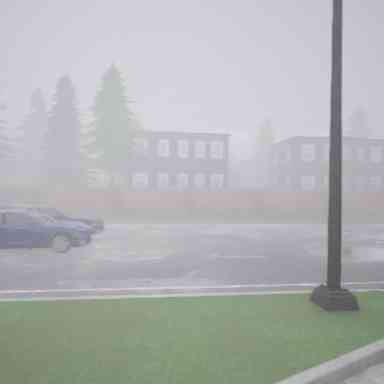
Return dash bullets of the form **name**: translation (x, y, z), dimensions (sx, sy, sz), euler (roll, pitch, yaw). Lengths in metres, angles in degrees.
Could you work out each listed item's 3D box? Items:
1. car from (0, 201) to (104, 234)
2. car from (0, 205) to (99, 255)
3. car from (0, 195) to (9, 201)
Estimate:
- **car**: translation (-6.707, 1.377, 15.698), dimensions (5.008, 1.535, 1.882), euler (0, 0, -7)
- **car**: translation (-6.252, 1.386, 12.228), dimensions (5.008, 1.535, 1.882), euler (0, 0, -7)
- **car**: translation (-11.621, 1.060, 18.644), dimensions (5.566, 2.045, 2.150), euler (0, 0, -7)
